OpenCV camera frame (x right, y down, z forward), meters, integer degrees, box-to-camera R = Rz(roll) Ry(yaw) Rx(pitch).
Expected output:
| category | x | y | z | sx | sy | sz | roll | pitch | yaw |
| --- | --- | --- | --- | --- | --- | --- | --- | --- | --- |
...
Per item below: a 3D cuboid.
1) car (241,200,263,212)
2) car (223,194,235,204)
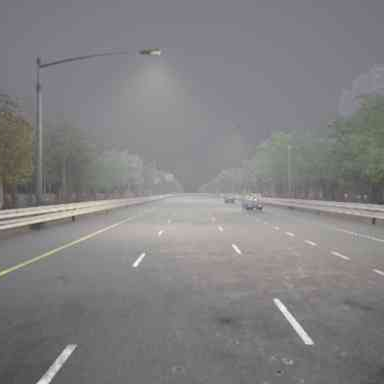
| category | x | y | z | sx | sy | sz | roll | pitch | yaw |
| --- | --- | --- | --- | --- | --- | --- | --- | --- | --- |
| car | 7.070 | 1.609 | 39.596 | 1.895 | 1.301 | 4.718 | 0 | 0 | 0 |
| car | 7.157 | 1.538 | 64.531 | 1.812 | 1.442 | 4.674 | 0 | 0 | 0 |
